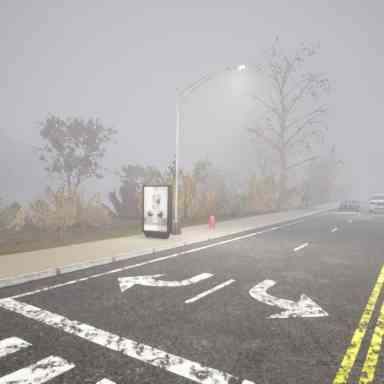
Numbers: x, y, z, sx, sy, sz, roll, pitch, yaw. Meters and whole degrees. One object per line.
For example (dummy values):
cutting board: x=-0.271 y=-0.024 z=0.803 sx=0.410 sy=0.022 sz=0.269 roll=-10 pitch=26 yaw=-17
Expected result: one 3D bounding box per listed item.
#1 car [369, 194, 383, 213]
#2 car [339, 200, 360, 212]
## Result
car: x=21.560 y=1.262 z=37.946 sx=2.150 sy=2.045 sz=5.566 roll=0 pitch=0 yaw=31
car: x=18.777 y=1.602 z=39.625 sx=1.994 sy=1.385 sz=4.181 roll=0 pitch=0 yaw=31
